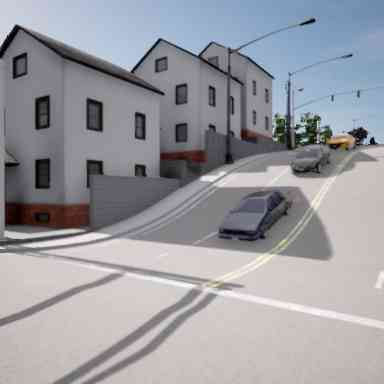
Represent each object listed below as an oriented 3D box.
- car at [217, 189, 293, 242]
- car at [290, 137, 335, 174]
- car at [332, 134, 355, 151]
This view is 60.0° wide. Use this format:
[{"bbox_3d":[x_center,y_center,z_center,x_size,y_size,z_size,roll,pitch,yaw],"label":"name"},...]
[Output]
[{"bbox_3d":[3.122,0.823,15.562,2.033,1.411,5.357,0,16,34],"label":"car"},{"bbox_3d":[8.201,-2.350,22.974,1.837,1.490,4.892,0,17,34],"label":"car"},{"bbox_3d":[13.892,-4.662,31.080,1.882,1.535,5.008,0,9,36],"label":"car"}]
